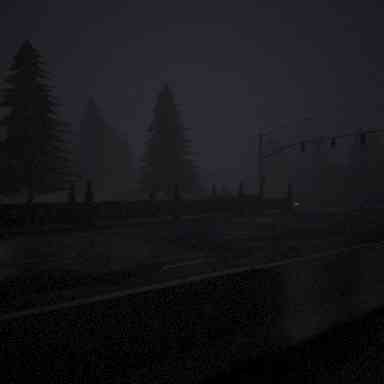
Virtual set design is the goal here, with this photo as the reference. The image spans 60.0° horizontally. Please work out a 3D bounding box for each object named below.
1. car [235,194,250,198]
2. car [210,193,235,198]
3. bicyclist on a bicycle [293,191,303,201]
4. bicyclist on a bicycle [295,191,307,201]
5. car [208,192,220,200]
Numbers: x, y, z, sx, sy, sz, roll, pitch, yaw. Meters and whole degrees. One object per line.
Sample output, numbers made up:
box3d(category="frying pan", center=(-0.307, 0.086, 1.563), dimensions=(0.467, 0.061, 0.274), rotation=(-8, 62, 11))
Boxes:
box3d(category="car", center=(7.535, 0.995, 52.314), dimensions=(1.882, 1.535, 5.008), rotation=(-1, 0, -35))
box3d(category="car", center=(3.955, 0.918, 51.324), dimensions=(2.097, 1.767, 4.553), rotation=(-1, 1, -35))
box3d(category="bicyclist on a bicycle", center=(18.069, 0.663, 56.560), dimensions=(1.656, 1.620, 0.582), rotation=(-1, 1, -32))
box3d(category="bicyclist on a bicycle", center=(18.418, 0.666, 55.690), dimensions=(1.656, 1.620, 0.582), rotation=(-1, 0, -7))
box3d(category="car", center=(4.505, 0.799, 69.357), dimensions=(1.812, 1.442, 4.674), rotation=(-1, 1, -6))
